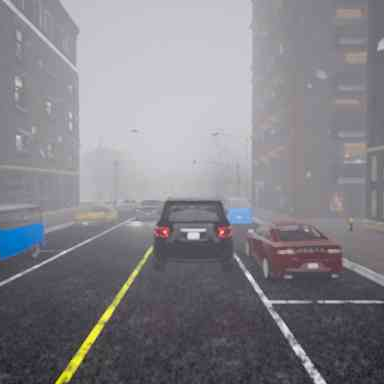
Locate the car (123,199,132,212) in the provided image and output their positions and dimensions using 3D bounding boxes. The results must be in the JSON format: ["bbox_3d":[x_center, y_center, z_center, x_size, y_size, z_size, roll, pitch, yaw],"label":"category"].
[{"bbox_3d":[-5.889,1.326,31.553,1.802,1.307,4.206,-1,0,0],"label":"car"}]

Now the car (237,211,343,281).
[{"bbox_3d":[2.648,1.467,9.535,1.887,1.381,4.507,-1,0,0],"label":"car"}]

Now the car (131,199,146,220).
[{"bbox_3d":[-3.161,1.297,25.836,1.837,1.490,4.892,0,0,0],"label":"car"}]

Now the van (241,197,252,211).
[{"bbox_3d":[2.614,1.174,20.582,1.690,1.788,3.998,-1,0,0],"label":"van"}]

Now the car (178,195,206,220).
[{"bbox_3d":[0.004,1.135,26.905,2.097,1.767,4.553,0,1,0],"label":"car"}]

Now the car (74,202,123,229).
[{"bbox_3d":[-5.762,1.361,20.341,1.752,1.417,4.829,-1,0,0],"label":"car"}]

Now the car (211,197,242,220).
[{"bbox_3d":[2.600,1.228,26.107,1.967,1.590,4.097,-1,0,0],"label":"car"}]

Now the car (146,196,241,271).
[{"bbox_3d":[0.040,1.134,10.697,2.150,2.045,5.566,0,0,0],"label":"car"}]

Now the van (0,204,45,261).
[{"bbox_3d":[-5.734,1.265,9.462,1.690,1.788,3.998,-1,0,0],"label":"van"}]
